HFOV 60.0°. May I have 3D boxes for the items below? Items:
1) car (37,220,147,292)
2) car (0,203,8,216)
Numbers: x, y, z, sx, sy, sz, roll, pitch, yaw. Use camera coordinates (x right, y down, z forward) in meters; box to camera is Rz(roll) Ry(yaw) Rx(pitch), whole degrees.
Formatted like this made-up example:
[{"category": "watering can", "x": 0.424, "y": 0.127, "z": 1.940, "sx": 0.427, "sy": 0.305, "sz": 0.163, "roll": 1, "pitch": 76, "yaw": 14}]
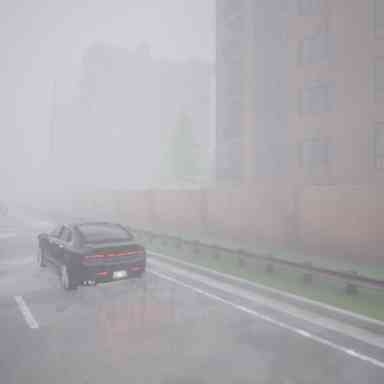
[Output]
[{"category": "car", "x": -2.966, "y": 1.546, "z": 9.282, "sx": 1.837, "sy": 1.490, "sz": 4.892, "roll": 0, "pitch": 0, "yaw": -35}, {"category": "car", "x": -19.518, "y": 1.740, "z": 32.931, "sx": 1.895, "sy": 1.301, "sz": 4.718, "roll": 0, "pitch": 0, "yaw": -35}]
